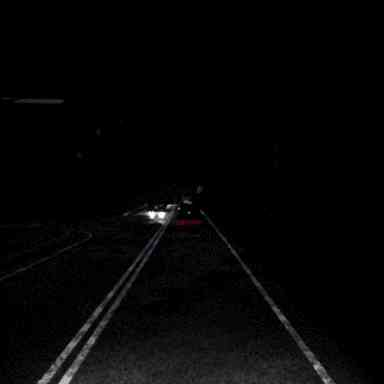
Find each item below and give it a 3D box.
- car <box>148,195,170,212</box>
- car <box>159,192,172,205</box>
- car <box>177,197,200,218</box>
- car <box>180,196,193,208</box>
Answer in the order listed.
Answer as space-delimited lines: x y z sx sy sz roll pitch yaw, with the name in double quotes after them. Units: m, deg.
-3.961 1.418 38.569 2.128 1.511 4.902 0 0 -2 "car"
-4.555 0.978 55.604 2.150 2.045 5.566 0 1 -2 "car"
-0.273 1.460 29.635 2.128 1.511 4.902 0 0 -1 "car"
-0.832 1.379 47.663 1.812 1.442 4.674 0 1 -2 "car"
